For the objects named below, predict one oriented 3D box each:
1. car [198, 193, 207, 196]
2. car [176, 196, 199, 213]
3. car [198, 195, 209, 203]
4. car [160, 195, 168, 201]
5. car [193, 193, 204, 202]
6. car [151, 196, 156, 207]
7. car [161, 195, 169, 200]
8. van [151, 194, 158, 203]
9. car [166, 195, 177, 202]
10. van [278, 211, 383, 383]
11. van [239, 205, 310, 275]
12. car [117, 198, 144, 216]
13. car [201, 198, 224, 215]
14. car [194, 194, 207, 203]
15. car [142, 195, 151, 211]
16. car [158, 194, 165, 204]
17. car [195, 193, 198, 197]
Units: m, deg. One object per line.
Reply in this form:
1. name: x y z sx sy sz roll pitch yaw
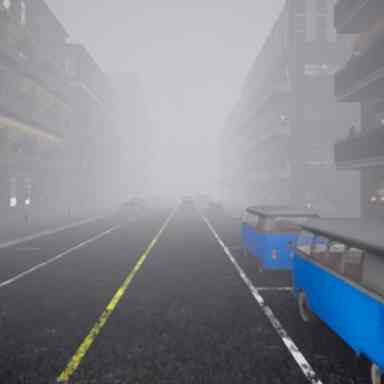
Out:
1. car: 1.830 1.266 54.936 2.192 1.841 5.009 -1 0 -1
2. car: -0.454 1.498 35.919 1.812 1.442 4.674 0 0 -1
3. car: 2.007 1.484 43.904 1.752 1.417 4.829 -1 0 -1
4. car: -6.985 1.540 82.840 1.802 1.307 4.206 -1 0 -1
5. car: 1.479 1.251 77.342 2.192 1.841 5.009 -1 0 -1
6. car: -6.336 1.535 43.631 2.008 1.369 4.403 -1 0 -1
7. car: -7.073 1.537 88.442 1.802 1.307 4.206 -1 0 -1
8. van: -6.428 1.322 49.232 1.690 1.788 3.998 -1 0 -1
9. car: -4.098 1.406 70.983 1.882 1.535 5.008 0 0 -1
10. van: 2.622 1.329 4.523 1.690 1.788 3.998 -1 0 -1
11. van: 2.535 1.325 10.125 1.690 1.788 3.998 -1 0 -1
12. car: -6.160 1.575 32.429 1.802 1.307 4.206 -1 0 -1
13. car: 2.187 1.549 32.531 1.802 1.307 4.206 -1 0 -1
14. car: 1.654 1.258 66.139 2.192 1.841 5.009 -1 0 -1
15. car: -6.250 1.429 38.030 1.967 1.590 4.097 -1 0 -1
16. car: -6.627 1.288 60.435 2.192 1.841 5.009 -1 0 -1
17. car: -0.638 1.316 47.892 2.097 1.767 4.553 0 0 -1
